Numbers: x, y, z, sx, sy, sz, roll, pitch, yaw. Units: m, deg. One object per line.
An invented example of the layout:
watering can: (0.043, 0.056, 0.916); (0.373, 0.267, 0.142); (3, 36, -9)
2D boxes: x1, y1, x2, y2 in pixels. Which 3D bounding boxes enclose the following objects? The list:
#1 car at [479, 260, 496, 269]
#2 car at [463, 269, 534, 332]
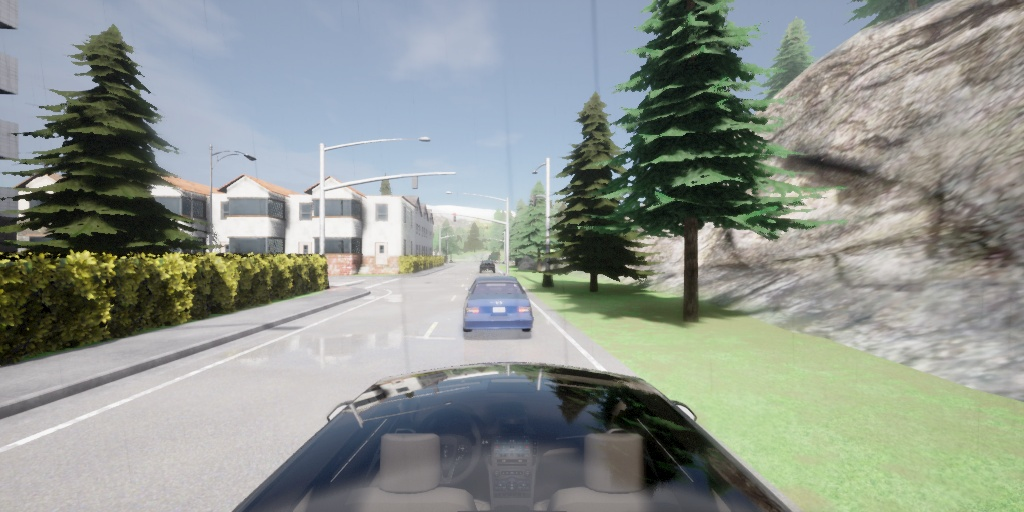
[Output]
car: (-3.017, 1.254, 43.894); (1.837, 1.490, 4.892); (0, 0, -4)
car: (-0.483, 1.297, 10.840); (2.033, 1.411, 5.357); (0, 0, -4)
